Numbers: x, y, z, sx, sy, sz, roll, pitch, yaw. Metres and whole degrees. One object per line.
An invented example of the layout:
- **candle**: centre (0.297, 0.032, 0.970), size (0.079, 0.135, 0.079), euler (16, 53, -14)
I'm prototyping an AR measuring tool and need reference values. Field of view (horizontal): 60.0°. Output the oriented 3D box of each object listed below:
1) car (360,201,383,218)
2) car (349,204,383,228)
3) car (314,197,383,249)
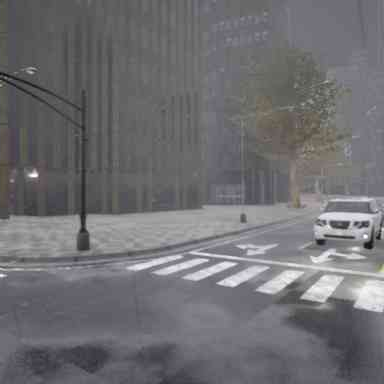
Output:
- **car**: centre (17.799, 1.655, 32.780), size (2.033, 1.411, 5.357), euler (0, 0, 29)
- **car**: centre (12.547, 1.643, 23.803), size (1.994, 1.385, 4.181), euler (0, 0, 31)
- **car**: centre (7.314, 1.275, 15.325), size (2.150, 2.045, 5.566), euler (0, 0, 34)
